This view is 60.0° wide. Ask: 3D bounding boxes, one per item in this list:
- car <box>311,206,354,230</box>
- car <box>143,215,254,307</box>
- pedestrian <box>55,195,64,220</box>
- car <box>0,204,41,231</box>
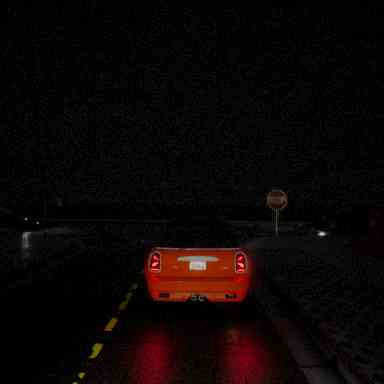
[{"bbox_3d":[10.332,1.635,21.506,5.008,1.535,1.882,1,0,0],"label":"car"},{"bbox_3d":[0.182,1.354,8.150,2.097,1.767,4.553,0,0,2],"label":"car"},{"bbox_3d":[-9.673,1.069,24.313,0.375,1.860,0.375,0,-1,0],"label":"pedestrian"},{"bbox_3d":[-10.771,1.395,18.292,4.674,1.442,1.812,1,0,2],"label":"car"}]
